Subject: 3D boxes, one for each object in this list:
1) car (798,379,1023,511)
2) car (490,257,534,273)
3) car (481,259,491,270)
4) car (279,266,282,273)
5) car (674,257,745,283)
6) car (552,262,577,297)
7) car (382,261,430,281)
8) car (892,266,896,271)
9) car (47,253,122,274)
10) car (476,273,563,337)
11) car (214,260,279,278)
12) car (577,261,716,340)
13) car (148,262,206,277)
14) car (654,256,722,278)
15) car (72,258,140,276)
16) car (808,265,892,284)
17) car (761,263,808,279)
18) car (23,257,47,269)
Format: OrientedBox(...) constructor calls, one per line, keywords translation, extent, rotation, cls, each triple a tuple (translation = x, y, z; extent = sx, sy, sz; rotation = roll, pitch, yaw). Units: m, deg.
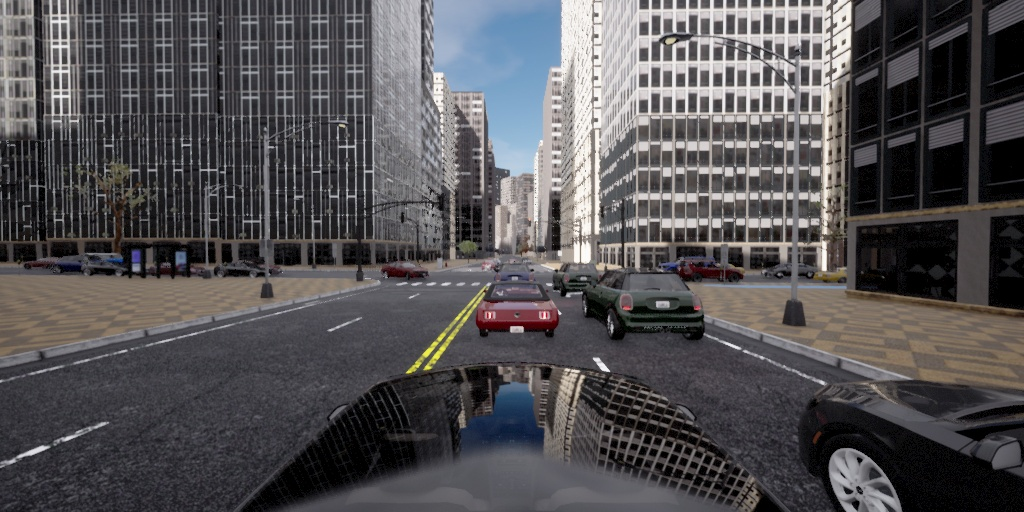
OrientedBox(translation=(3.342, 1.255, 1.036), extent=(1.837, 1.490, 4.892), rotation=(0, 0, 0), cls="car")
OrientedBox(translation=(0.131, 1.085, 19.180), extent=(2.097, 1.767, 4.553), rotation=(0, 0, 0), cls="car")
OrientedBox(translation=(-3.239, 1.220, 50.655), extent=(1.812, 1.442, 4.674), rotation=(0, 0, 0), cls="car")
OrientedBox(translation=(-23.775, 1.067, 33.011), extent=(4.674, 1.442, 1.812), rotation=(1, 1, 1), cls="car")
OrientedBox(translation=(16.245, 1.257, 29.681), extent=(5.009, 1.841, 2.192), rotation=(0, 0, 1), cls="car")
OrientedBox(translation=(3.380, 1.085, 19.028), extent=(2.097, 1.767, 4.553), rotation=(0, 0, 0), cls="car")
OrientedBox(translation=(-8.955, 1.191, 30.158), extent=(5.008, 1.535, 1.882), rotation=(1, -1, 39), cls="car")
OrientedBox(translation=(33.162, 1.673, 29.359), extent=(4.207, 1.307, 1.802), rotation=(0, 0, 1), cls="car")
OrientedBox(translation=(-39.449, 0.750, 33.369), extent=(4.553, 1.767, 2.097), rotation=(1, 1, 1), cls="car")
OrientedBox(translation=(0.113, 1.343, 10.186), extent=(1.895, 1.301, 4.718), rotation=(0, 0, 0), cls="car")
OrientedBox(translation=(-22.679, 1.162, 30.283), extent=(4.313, 1.339, 1.948), rotation=(0, 0, 1), cls="car")
OrientedBox(translation=(3.357, 1.094, 10.090), extent=(2.097, 1.767, 4.553), rotation=(0, 0, 0), cls="car")
OrientedBox(translation=(-28.363, 1.126, 30.427), extent=(4.207, 1.307, 1.802), rotation=(0, 0, 1), cls="car")
OrientedBox(translation=(17.280, 1.077, 35.435), extent=(5.566, 2.045, 2.150), rotation=(1, 1, 1), cls="car")
OrientedBox(translation=(-34.043, 1.057, 30.611), extent=(4.313, 1.339, 1.948), rotation=(0, 0, 1), cls="car")
OrientedBox(translation=(27.693, 1.567, 29.463), extent=(4.829, 1.417, 1.751), rotation=(0, 0, 1), cls="car")
OrientedBox(translation=(27.223, 1.435, 35.245), extent=(4.902, 1.511, 2.128), rotation=(1, 1, 1), cls="car")
OrientedBox(translation=(-50.900, 0.777, 39.419), extent=(4.207, 1.307, 1.802), rotation=(0, 0, 1), cls="car")
